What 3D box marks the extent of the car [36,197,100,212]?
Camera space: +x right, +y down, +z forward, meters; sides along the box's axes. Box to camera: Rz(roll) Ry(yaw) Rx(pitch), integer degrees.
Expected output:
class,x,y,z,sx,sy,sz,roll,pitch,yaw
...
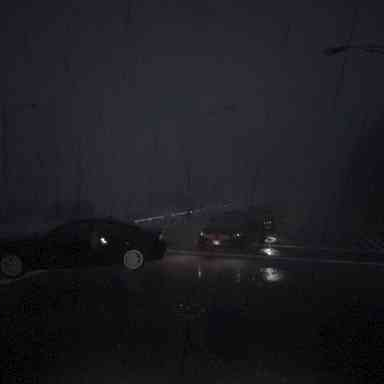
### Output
class,x,y,z,sx,sy,sz,roll,pitch,yaw
car,-9.006,1.356,24.201,3.633,1.501,1.845,0,0,19

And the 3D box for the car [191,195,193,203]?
class,x,y,z,sx,sy,sz,roll,pitch,yaw
car,-2.376,1.053,44.644,3.866,1.878,1.905,0,0,19

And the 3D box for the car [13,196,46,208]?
class,x,y,z,sx,sy,sz,roll,pitch,yaw
car,-21.645,1.273,44.288,3.633,1.501,1.845,0,0,19

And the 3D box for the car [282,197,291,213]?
class,x,y,z,sx,sy,sz,roll,pitch,yaw
car,7.785,1.487,30.488,1.837,1.490,4.892,0,0,19

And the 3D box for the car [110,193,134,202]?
class,x,y,z,sx,sy,sz,roll,pitch,yaw
car,-13.732,1.046,65.310,4.605,1.855,1.932,0,0,19

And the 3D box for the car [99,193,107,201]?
class,x,y,z,sx,sy,sz,roll,pitch,yaw
car,-20.131,1.014,70.946,3.866,1.878,1.905,0,0,19

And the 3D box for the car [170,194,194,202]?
class,x,y,z,sx,sy,sz,roll,pitch,yaw
car,-2.024,1.258,68.675,4.514,1.523,2.007,0,0,19

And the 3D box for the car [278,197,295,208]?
class,x,y,z,sx,sy,sz,roll,pitch,yaw
car,13.596,1.468,47.653,2.128,1.511,4.902,0,0,19

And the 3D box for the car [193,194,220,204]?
class,x,y,z,sx,sy,sz,roll,pitch,yaw
car,1.727,1.126,56.763,5.027,1.636,2.152,0,0,19

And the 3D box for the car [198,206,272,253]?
class,x,y,z,sx,sy,sz,roll,pitch,yaw
car,1.832,1.514,13.876,1.812,1.442,4.674,0,0,24

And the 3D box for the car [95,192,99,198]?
class,x,y,z,sx,sy,sz,roll,pitch,yaw
car,-21.776,1.298,67.993,3.806,1.475,1.970,0,0,19

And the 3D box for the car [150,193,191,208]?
class,x,y,z,sx,sy,sz,roll,pitch,yaw
car,-2.917,1.074,41.759,4.605,1.855,1.932,0,0,19

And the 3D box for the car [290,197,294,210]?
class,x,y,z,sx,sy,sz,roll,pitch,yaw
car,9.830,1.544,36.525,1.994,1.385,4.181,0,0,19

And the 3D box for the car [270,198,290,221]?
class,x,y,z,sx,sy,sz,roll,pitch,yaw
car,5.901,1.475,24.927,2.128,1.511,4.902,0,0,19

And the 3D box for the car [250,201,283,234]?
class,x,y,z,sx,sy,sz,roll,pitch,yaw
car,3.984,1.490,19.282,1.837,1.490,4.892,0,0,19

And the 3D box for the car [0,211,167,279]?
class,x,y,z,sx,sy,sz,roll,pitch,yaw
car,-3.271,1.475,9.857,5.008,1.535,1.882,0,0,-15

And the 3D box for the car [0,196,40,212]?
class,x,y,z,sx,sy,sz,roll,pitch,yaw
car,-15.079,1.356,29.404,3.806,1.475,1.970,0,0,19

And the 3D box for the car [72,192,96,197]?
class,x,y,z,sx,sy,sz,roll,pitch,yaw
car,-18.401,1.249,53.739,4.514,1.523,2.007,0,0,19
